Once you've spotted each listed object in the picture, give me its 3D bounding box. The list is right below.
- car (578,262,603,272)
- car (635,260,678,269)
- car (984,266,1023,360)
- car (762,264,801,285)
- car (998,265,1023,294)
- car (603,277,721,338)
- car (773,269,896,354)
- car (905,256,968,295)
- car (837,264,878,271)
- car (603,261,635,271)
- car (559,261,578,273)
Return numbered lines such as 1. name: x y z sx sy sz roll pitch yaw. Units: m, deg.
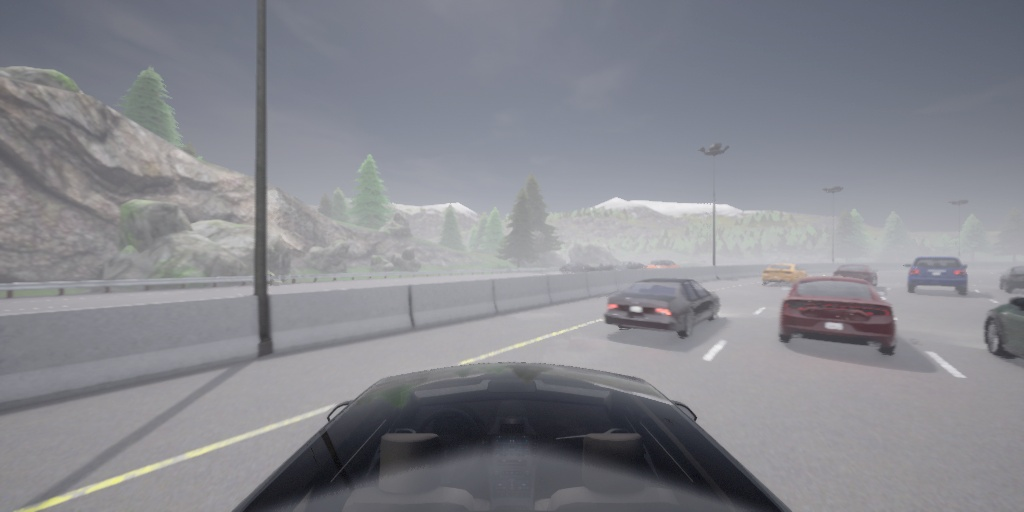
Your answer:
1. car: 10.123 1.433 40.924 4.718 1.301 1.895 0 0 -40
2. car: 14.687 1.160 35.616 4.553 1.767 2.097 0 0 -40
3. car: 9.630 1.130 5.517 2.097 1.767 4.553 0 0 39
4. car: 19.555 1.290 25.687 5.008 1.535 1.882 0 0 -42
5. car: 29.988 1.318 20.777 5.008 1.535 1.882 0 0 -40
6. car: 4.548 1.313 10.420 2.033 1.411 5.357 0 0 40
7. car: 8.036 1.252 9.057 1.882 1.535 5.008 0 0 40
8. car: 24.670 1.047 20.906 5.566 2.045 2.150 0 0 -41
9. car: 23.030 1.299 24.073 5.008 1.535 1.882 0 0 -41
10. car: 12.357 1.294 38.228 4.902 1.511 2.128 0 0 -40
11. car: 7.628 1.349 43.394 4.181 1.385 1.994 0 0 -40
